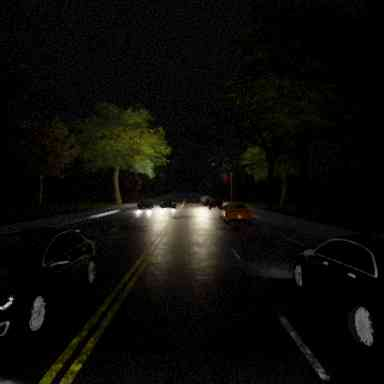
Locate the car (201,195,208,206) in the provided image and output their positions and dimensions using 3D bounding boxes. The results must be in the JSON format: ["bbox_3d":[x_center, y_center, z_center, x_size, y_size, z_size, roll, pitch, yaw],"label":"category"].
[{"bbox_3d":[3.147,1.590,56.486,2.097,1.767,4.553,0,0,0],"label":"car"}]

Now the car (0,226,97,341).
[{"bbox_3d":[-3.352,1.532,6.753,1.837,1.490,4.892,0,0,0],"label":"car"}]

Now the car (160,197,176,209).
[{"bbox_3d":[-3.389,1.556,48.094,2.097,1.767,4.553,0,0,0],"label":"car"}]

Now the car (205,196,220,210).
[{"bbox_3d":[3.205,1.697,45.504,1.837,1.490,4.892,0,0,0],"label":"car"}]

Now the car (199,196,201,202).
[{"bbox_3d":[3.065,1.624,67.497,2.097,1.767,4.553,0,0,0],"label":"car"}]

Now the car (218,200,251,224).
[{"bbox_3d":[3.348,1.583,25.879,1.882,1.535,5.008,0,0,0],"label":"car"}]

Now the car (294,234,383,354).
[{"bbox_3d":[3.351,1.529,6.115,1.837,1.490,4.892,0,0,0],"label":"car"}]

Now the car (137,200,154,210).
[{"bbox_3d":[-6.639,1.803,47.474,1.895,1.301,4.718,0,0,0],"label":"car"}]
